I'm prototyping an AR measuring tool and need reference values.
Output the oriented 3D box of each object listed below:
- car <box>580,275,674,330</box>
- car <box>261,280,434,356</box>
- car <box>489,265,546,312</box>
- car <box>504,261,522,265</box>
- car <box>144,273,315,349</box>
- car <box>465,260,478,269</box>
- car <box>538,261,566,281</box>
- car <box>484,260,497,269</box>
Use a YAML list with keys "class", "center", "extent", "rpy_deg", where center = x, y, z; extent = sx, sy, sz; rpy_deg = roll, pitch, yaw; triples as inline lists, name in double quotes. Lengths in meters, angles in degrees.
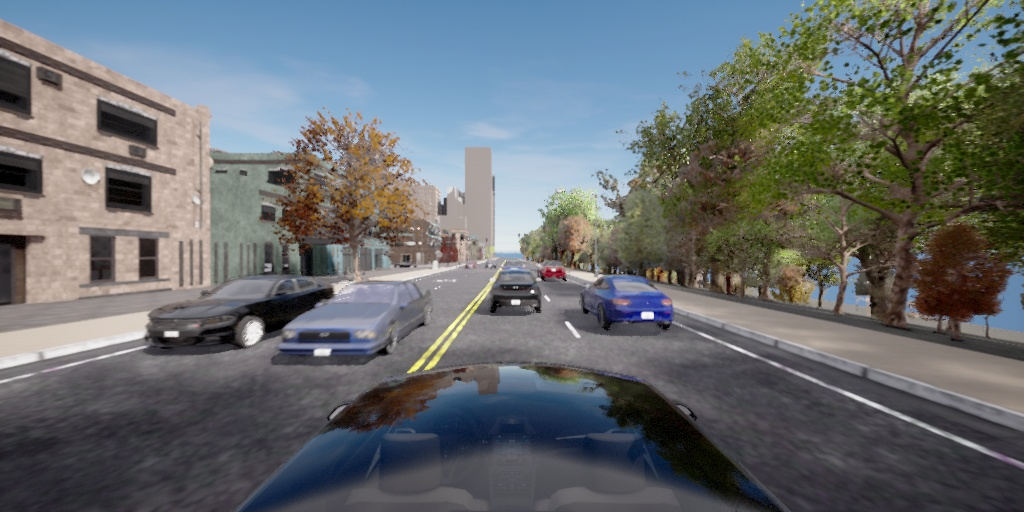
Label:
- class: "car"
  center: [3.371, 1.302, 11.170]
  extent: [1.812, 1.442, 4.674]
  rpy_deg: [0, 0, 0]
- class: "car"
  center: [-3.316, 1.313, 8.960]
  extent: [2.033, 1.411, 5.357]
  rpy_deg: [0, 0, 0]
- class: "car"
  center: [0.146, 1.290, 14.477]
  extent: [1.837, 1.490, 4.892]
  rpy_deg: [0, 0, 0]
- class: "car"
  center: [0.100, 1.177, 31.049]
  extent: [2.097, 1.767, 4.553]
  rpy_deg: [0, 0, 0]
- class: "car"
  center: [-6.568, 1.242, 9.423]
  extent: [1.882, 1.535, 5.008]
  rpy_deg: [0, 0, 0]
- class: "car"
  center: [-6.823, 1.436, 60.765]
  extent: [1.812, 1.442, 4.674]
  rpy_deg: [0, 0, -1]
- class: "car"
  center: [3.352, 1.179, 31.031]
  extent: [2.097, 1.767, 4.553]
  rpy_deg: [0, 0, 0]
- class: "car"
  center: [-3.574, 1.400, 60.776]
  extent: [2.128, 1.511, 4.902]
  rpy_deg: [0, 0, -1]
